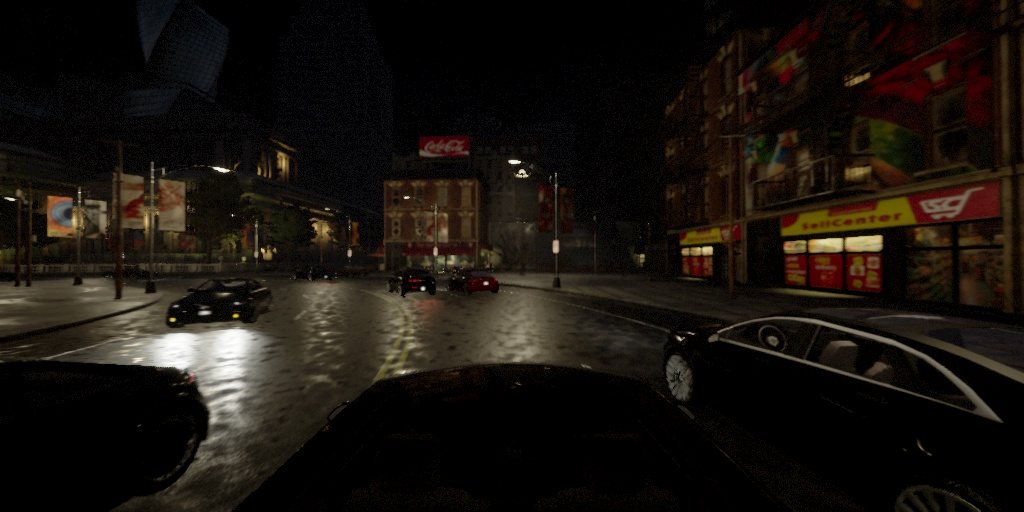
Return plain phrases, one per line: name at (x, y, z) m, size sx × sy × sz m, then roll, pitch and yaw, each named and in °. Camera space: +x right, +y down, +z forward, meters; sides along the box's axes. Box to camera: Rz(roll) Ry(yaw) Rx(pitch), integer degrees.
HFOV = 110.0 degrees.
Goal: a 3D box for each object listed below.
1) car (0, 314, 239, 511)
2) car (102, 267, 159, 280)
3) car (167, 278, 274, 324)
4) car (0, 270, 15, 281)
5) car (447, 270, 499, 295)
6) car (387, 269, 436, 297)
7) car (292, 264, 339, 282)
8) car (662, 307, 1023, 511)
car at (-3.852, 1.329, 1.712) m, size 1.994 × 1.385 × 4.181 m, roll 0°, pitch -1°, yaw -3°
car at (-39.881, 1.829, 37.572) m, size 4.718 × 1.301 × 1.895 m, roll 0°, pitch -1°, yaw 8°
car at (-9.451, 1.443, 11.965) m, size 1.994 × 1.385 × 4.181 m, roll 0°, pitch -1°, yaw -23°
car at (-51.267, 1.850, 35.025) m, size 4.718 × 1.301 × 1.895 m, roll 0°, pitch -1°, yaw 3°
car at (-2.423, 1.503, 21.504) m, size 1.994 × 1.385 × 4.181 m, roll 0°, pitch -1°, yaw -30°
car at (-5.809, 1.448, 20.505) m, size 1.837 × 1.490 × 4.892 m, roll 1°, pitch -1°, yaw -31°
car at (-18.617, 1.614, 33.399) m, size 4.892 × 1.490 × 1.837 m, roll 0°, pitch -1°, yaw 34°
car at (3.267, 1.245, 3.454) m, size 2.128 × 1.511 × 4.902 m, roll 0°, pitch -1°, yaw -4°
